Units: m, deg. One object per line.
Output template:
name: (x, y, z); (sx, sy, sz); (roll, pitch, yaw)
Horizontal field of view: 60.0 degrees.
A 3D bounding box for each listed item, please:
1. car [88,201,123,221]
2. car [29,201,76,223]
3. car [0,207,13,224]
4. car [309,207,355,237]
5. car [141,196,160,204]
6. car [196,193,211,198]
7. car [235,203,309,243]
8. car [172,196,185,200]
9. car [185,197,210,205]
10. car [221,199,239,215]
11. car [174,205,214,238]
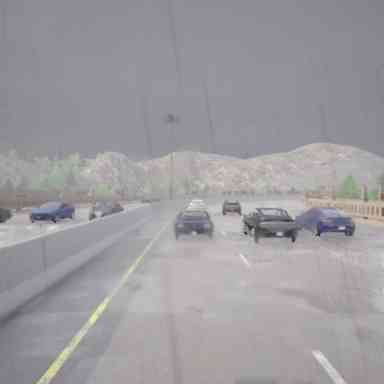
car: (-6.972, 1.493, 27.347); (2.128, 1.511, 4.902); (0, 0, 2)
car: (-10.516, 1.479, 25.446); (1.882, 1.535, 5.008); (0, 0, 1)
car: (-14.087, 1.548, 22.038); (2.033, 1.411, 5.357); (0, 0, 0)
car: (7.088, 1.527, 18.032); (1.812, 1.442, 4.674); (0, 0, 0)
car: (-7.721, 1.479, 62.364); (1.882, 1.535, 5.008); (0, 0, 20)
car: (2.275, 1.213, 68.450); (2.150, 2.045, 5.566); (0, 0, 23)
car: (3.589, 1.493, 15.983); (2.128, 1.511, 4.902); (0, 0, 0)
car: (-2.655, 1.502, 65.935); (1.837, 1.490, 4.892); (0, 0, 22)
car: (0.647, 1.527, 35.366); (1.812, 1.442, 4.674); (0, 0, 5)
car: (4.064, 1.493, 34.111); (2.128, 1.511, 4.902); (0, 0, 5)
car: (0.088, 1.602, 17.567); (1.895, 1.301, 4.718); (0, 0, 0)
